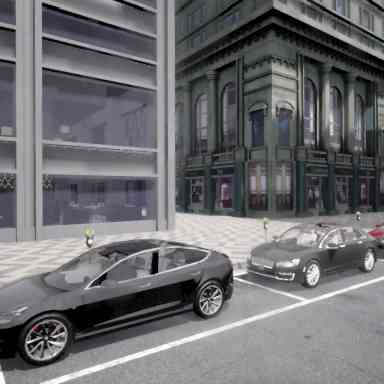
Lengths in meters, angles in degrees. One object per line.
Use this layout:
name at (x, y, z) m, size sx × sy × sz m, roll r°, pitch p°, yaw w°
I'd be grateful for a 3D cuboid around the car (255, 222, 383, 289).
car at (3.403, 1.551, 9.101) m, size 4.403 × 1.369 × 2.008 m, roll 0°, pitch 0°, yaw -36°

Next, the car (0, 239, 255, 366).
car at (-1.178, 1.566, 5.818) m, size 4.313 × 1.339 × 1.947 m, roll 0°, pitch 0°, yaw -36°
